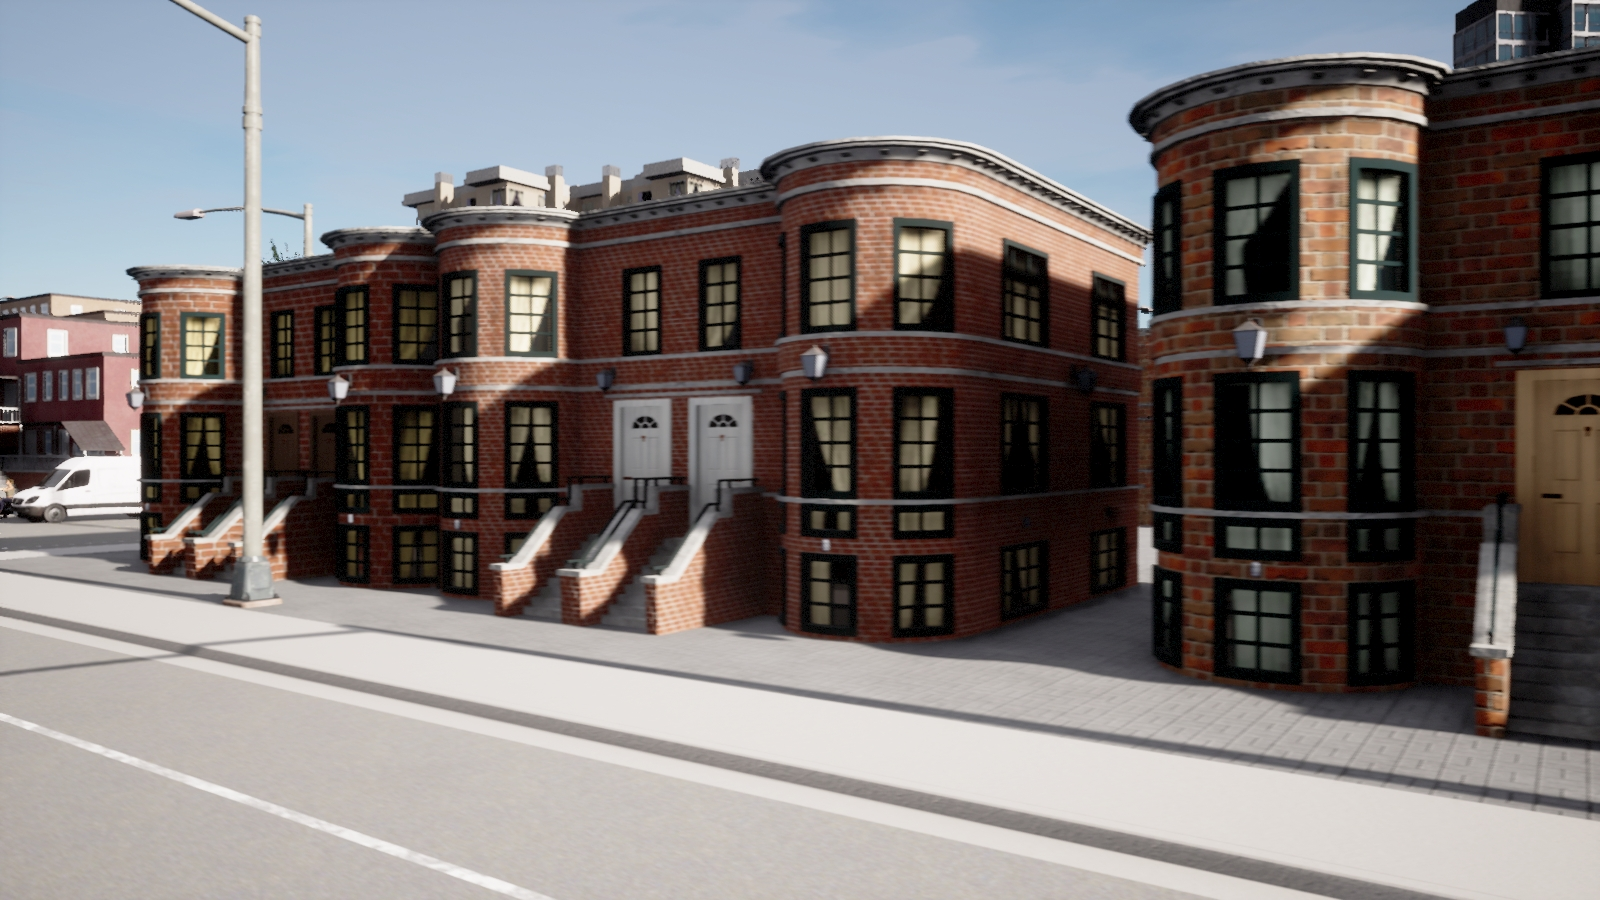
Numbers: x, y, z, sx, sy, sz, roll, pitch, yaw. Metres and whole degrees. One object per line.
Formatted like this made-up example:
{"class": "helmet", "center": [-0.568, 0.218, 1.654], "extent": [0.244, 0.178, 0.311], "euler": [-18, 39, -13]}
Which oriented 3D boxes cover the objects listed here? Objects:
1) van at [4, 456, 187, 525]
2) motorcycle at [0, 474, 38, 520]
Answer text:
{"class": "van", "center": [-28.047, 1.534, 45.721], "extent": [1.988, 2.561, 5.915], "euler": [0, 0, 36]}
{"class": "motorcycle", "center": [-32.169, 1.906, 45.996], "extent": [0.764, 1.802, 2.356], "euler": [0, 0, 36]}
